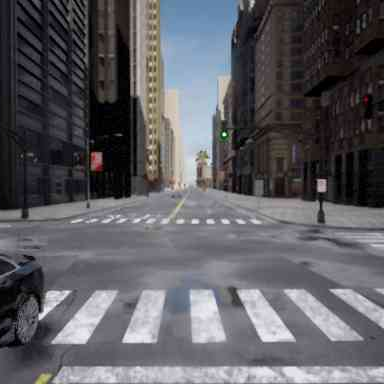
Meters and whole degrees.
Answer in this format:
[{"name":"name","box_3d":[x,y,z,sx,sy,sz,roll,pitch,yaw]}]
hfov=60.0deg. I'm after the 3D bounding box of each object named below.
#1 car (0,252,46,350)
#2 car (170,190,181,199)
[{"name":"car","box_3d":[-3.251,1.463,3.387,2.128,1.511,4.902,0,1,0]},{"name":"car","box_3d":[-3.259,0.787,69.776,1.994,1.385,4.181,0,1,0]}]
